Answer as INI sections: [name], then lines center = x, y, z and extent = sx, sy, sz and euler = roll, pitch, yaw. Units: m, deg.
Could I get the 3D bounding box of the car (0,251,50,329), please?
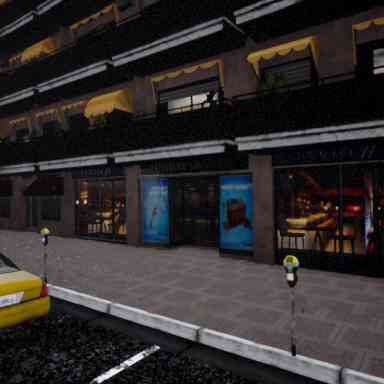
[car]
center = -4.552, 1.527, 6.127
extent = 4.829, 1.417, 1.752
euler = 0, -1, 35
